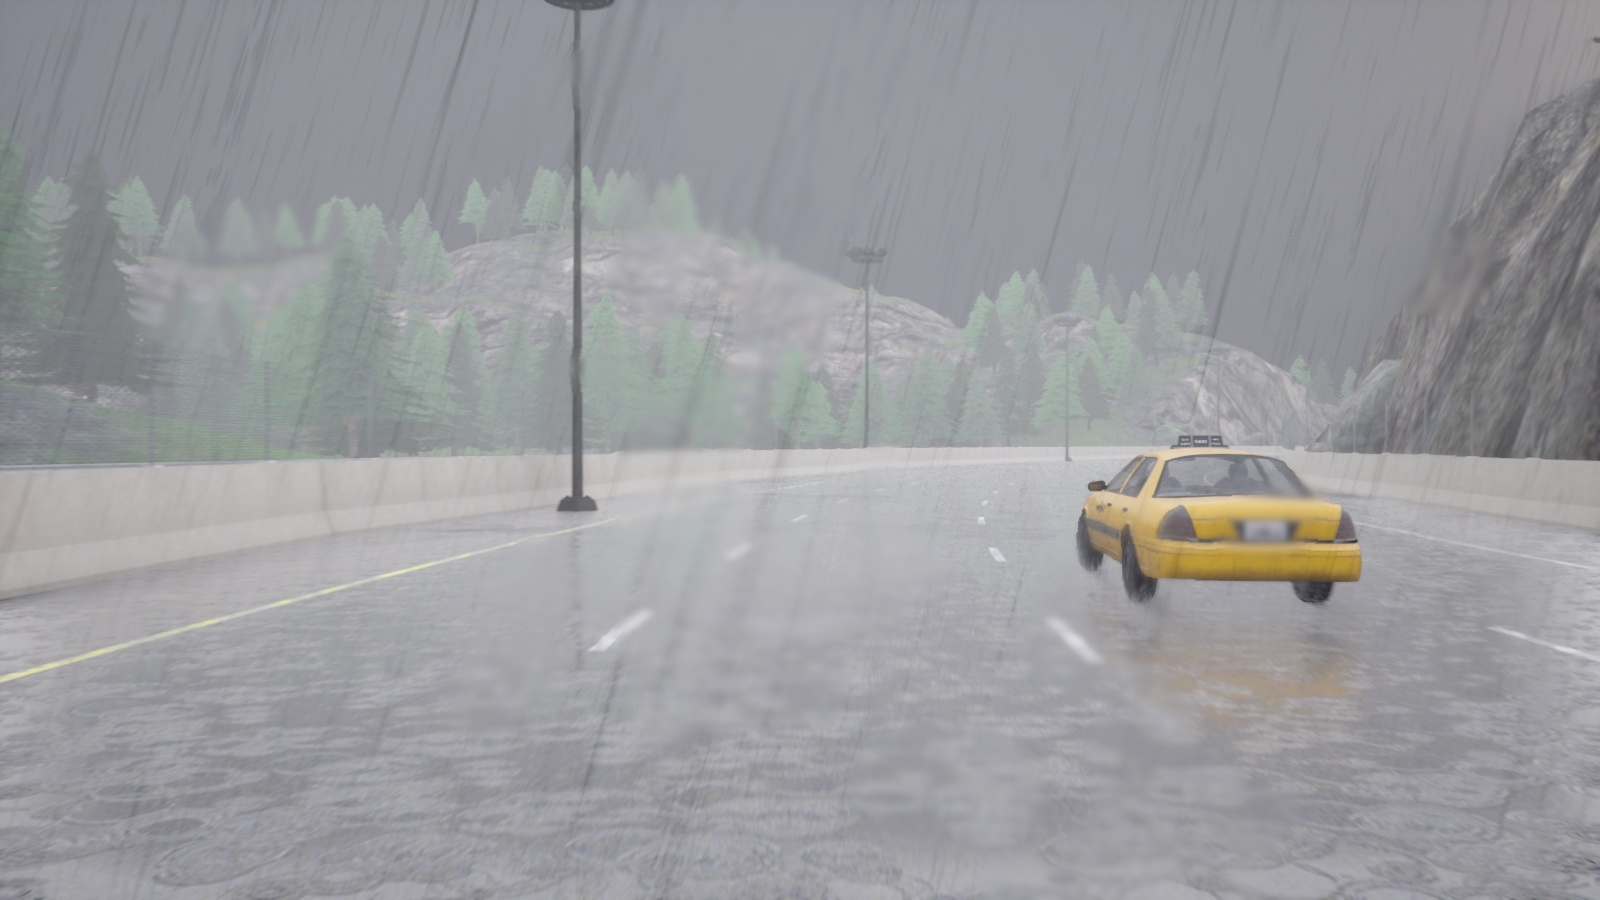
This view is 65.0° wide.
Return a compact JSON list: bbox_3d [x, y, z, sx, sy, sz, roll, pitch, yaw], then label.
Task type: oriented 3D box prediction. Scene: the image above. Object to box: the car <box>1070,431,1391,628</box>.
[{"bbox_3d":[4.051,0.623,12.842,1.801,1.575,5.366,0,0,4],"label":"car"}]
